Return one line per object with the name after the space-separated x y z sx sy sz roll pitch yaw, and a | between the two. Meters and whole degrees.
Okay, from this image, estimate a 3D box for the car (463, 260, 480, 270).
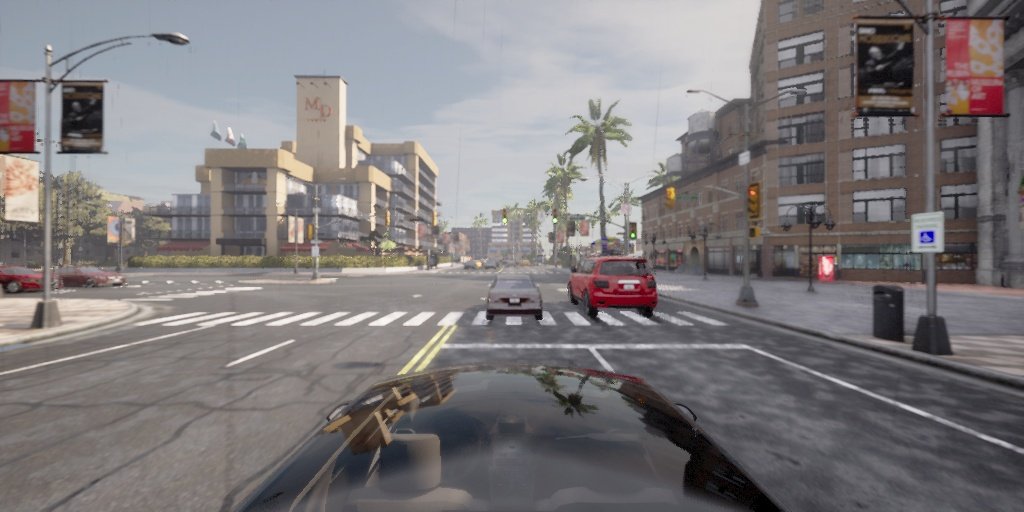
-7.110 1.557 61.340 1.837 1.490 4.892 0 0 0 | car

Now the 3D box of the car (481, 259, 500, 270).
-3.611 1.601 61.576 2.033 1.411 5.357 0 0 0 | car

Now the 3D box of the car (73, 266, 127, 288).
-29.210 1.392 24.394 4.674 1.442 1.812 0 0 0 | car

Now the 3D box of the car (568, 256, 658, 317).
3.576 1.034 13.645 2.150 2.045 5.566 0 0 0 | car

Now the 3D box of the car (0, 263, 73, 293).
-29.413 1.326 20.892 5.008 1.535 1.882 0 0 -1 | car

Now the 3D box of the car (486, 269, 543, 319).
0.074 1.355 12.965 2.033 1.411 5.357 0 0 0 | car
